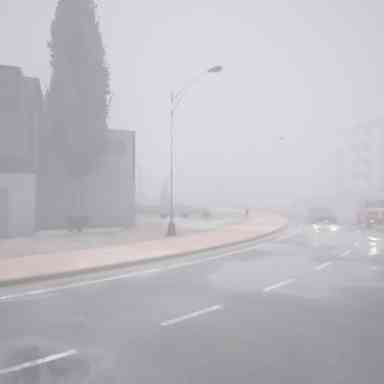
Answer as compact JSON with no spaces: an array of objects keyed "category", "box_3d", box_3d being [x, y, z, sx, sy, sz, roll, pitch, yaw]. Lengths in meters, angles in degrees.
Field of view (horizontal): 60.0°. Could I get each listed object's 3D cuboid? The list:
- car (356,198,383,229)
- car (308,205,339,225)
[{"category":"car","box_3d":[12.990,1.436,23.193,2.150,2.045,5.566,0,-1,17]},{"category":"car","box_3d":[10.598,1.803,27.222,2.033,1.411,5.357,0,-1,14]}]
